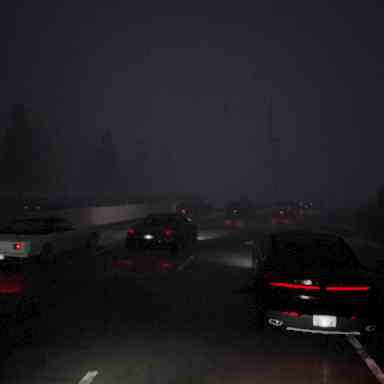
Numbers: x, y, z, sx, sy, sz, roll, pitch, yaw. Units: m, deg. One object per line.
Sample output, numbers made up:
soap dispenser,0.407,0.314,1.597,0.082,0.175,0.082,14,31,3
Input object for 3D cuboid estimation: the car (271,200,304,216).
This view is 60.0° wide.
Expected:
car,8.911,1.523,31.256,1.895,1.301,4.718,0,0,27

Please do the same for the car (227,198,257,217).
car,4.606,1.416,30.196,2.128,1.511,4.902,0,0,24

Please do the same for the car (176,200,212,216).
car,0.264,1.405,28.957,1.882,1.535,5.008,0,0,22

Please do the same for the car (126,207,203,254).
car,-1.056,1.530,13.460,1.994,1.385,4.181,0,0,12

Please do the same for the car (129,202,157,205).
car,-6.197,1.445,40.547,2.033,1.411,5.357,0,0,27

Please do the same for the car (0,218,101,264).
car,-5.055,1.570,11.738,1.895,1.301,4.718,0,0,11

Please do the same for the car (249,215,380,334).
car,2.188,1.488,6.876,1.837,1.490,4.892,0,0,9

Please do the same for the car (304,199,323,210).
car,15.095,1.497,42.010,1.895,1.301,4.718,0,0,35

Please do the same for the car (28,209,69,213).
car,-13.737,1.518,32.207,1.895,1.301,4.718,0,0,22

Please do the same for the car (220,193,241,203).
car,7.788,1.186,67.082,2.097,1.767,4.553,0,0,40
